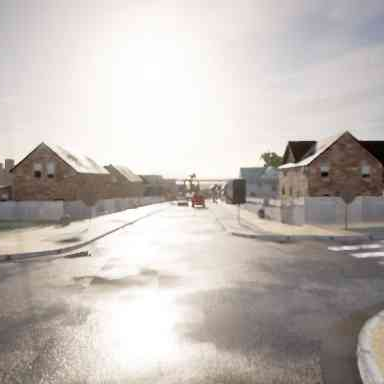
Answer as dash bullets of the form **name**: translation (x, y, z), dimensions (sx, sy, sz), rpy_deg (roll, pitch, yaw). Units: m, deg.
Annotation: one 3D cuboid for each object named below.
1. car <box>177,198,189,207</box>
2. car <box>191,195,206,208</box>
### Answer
- **car**: translation (-1.562, 1.843, 59.328), dimensions (2.033, 1.411, 5.357), rpy_deg (0, 0, 2)
- **car**: translation (1.032, 1.487, 55.077), dimensions (2.150, 2.045, 5.566), rpy_deg (0, 0, 2)
